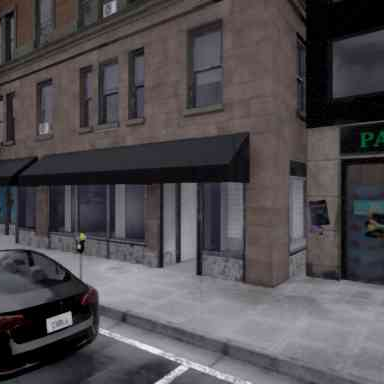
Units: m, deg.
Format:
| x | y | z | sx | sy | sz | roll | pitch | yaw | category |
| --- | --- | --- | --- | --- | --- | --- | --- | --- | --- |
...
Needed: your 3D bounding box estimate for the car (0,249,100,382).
| x | y | z | sx | sy | sz | roll | pitch | yaw | category |
| --- | --- | --- | --- | --- | --- | --- | --- | --- | --- |
| -3.250 | 1.565 | 5.127 | 4.313 | 1.339 | 1.947 | 0 | 0 | 36 | car |
